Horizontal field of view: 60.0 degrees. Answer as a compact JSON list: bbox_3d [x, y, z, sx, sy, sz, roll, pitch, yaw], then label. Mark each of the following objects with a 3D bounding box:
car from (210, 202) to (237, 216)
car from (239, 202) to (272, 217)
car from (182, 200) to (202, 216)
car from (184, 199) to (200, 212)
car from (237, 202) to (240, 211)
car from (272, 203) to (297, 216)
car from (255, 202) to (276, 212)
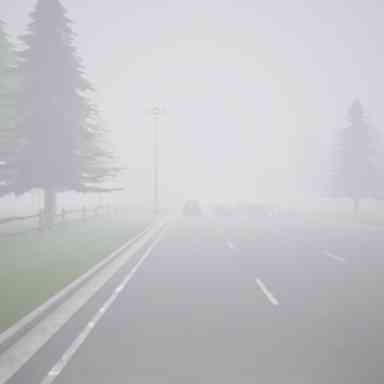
[{"bbox_3d":[3.487,1.983,37.586,1.994,1.385,4.181,0,-1,0],"label":"car"},{"bbox_3d":[6.987,1.962,37.170,2.033,1.411,5.357,0,-1,0],"label":"car"},{"bbox_3d":[-0.013,1.770,37.557,2.097,1.767,4.553,0,-1,0],"label":"car"},{"bbox_3d":[-0.016,1.882,47.560,2.097,1.767,4.553,0,-1,0],"label":"car"},{"bbox_3d":[6.984,2.094,47.590,1.994,1.385,4.181,0,-1,0],"label":"car"},{"bbox_3d":[10.487,1.945,37.589,1.812,1.442,4.674,0,-1,0],"label":"car"},{"bbox_3d":[10.484,2.094,47.591,1.994,1.385,4.181,0,-1,0],"label":"car"}]
